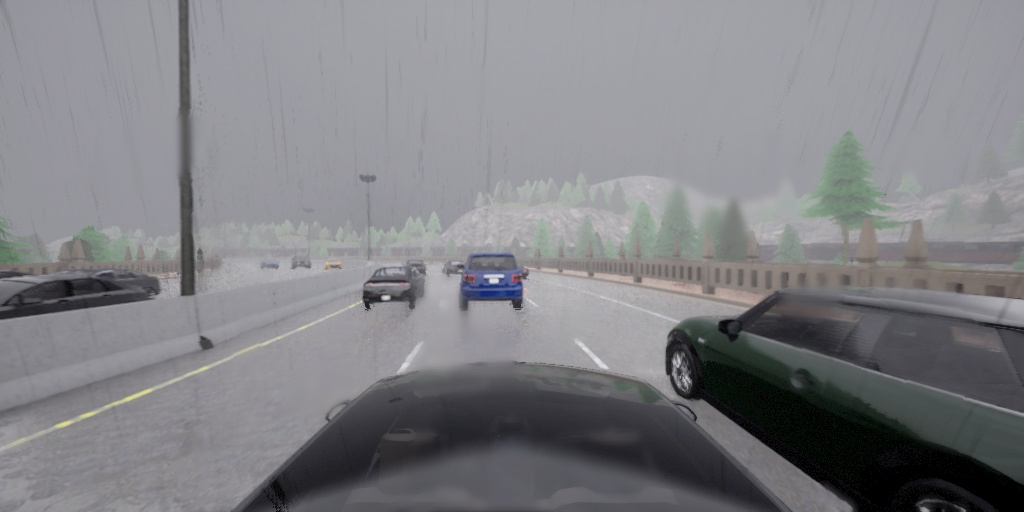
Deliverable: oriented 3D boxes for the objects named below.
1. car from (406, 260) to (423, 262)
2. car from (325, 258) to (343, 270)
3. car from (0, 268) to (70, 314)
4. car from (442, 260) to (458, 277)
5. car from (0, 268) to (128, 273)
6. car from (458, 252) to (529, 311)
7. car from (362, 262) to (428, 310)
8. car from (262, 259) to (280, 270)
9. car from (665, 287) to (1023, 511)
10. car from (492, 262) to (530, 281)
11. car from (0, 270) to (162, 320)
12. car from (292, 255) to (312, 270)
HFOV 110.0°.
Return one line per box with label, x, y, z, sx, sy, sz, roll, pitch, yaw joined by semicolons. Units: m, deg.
car;-8.729;1.068;32.049;1.837;1.490;4.892;0;0;-18
car;-23.584;1.055;47.353;1.882;1.535;5.008;-1;1;-30
car;-18.497;1.239;12.011;1.837;1.490;4.892;0;0;-8
car;-5.030;1.069;31.967;1.812;1.442;4.674;0;0;-17
car;-15.056;1.208;12.643;2.128;1.511;4.902;0;0;-9
car;-0.942;0.873;14.203;2.150;2.045;5.566;0;0;-8
car;-4.525;1.155;14.325;2.128;1.511;4.902;0;0;-8
car;-34.086;1.130;50.648;1.882;1.535;5.008;-1;0;-36
car;3.370;1.077;3.524;2.097;1.767;4.553;0;0;-1
car;-0.205;1.145;28.157;1.895;1.301;4.718;0;0;-15
car;-11.033;1.238;8.098;1.837;1.490;4.892;0;0;-5
car;-29.745;0.832;50.623;2.150;2.045;5.566;-1;0;-34
